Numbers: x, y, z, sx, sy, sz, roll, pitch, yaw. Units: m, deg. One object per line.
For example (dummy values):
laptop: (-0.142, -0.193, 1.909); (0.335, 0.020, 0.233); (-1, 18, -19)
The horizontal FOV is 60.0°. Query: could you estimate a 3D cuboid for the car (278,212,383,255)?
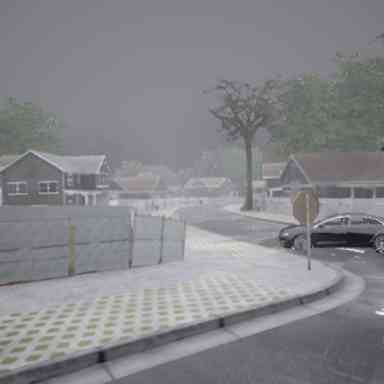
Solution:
car: (5.974, 1.599, 13.384); (4.902, 1.511, 2.128); (-3, -1, 19)
